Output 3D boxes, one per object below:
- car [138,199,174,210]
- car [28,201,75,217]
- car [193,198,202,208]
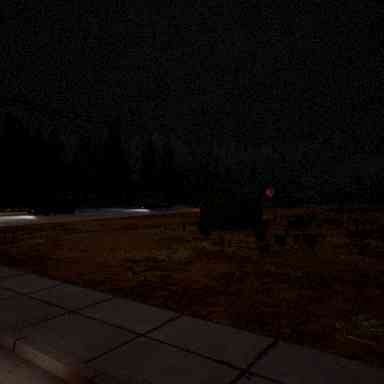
[{"bbox_3d":[-4.713,1.574,44.212,2.033,1.411,5.357,0,0,37],"label":"car"},{"bbox_3d":[-13.528,1.590,32.285,1.994,1.385,4.181,0,0,36],"label":"car"},{"bbox_3d":[2.123,1.532,47.265,1.837,1.490,4.892,0,0,36],"label":"car"}]
